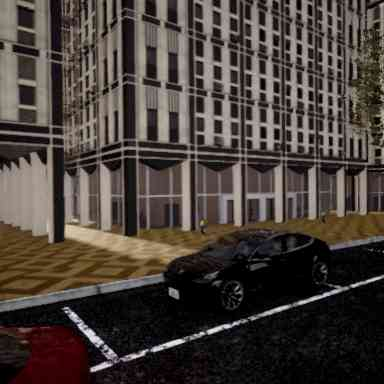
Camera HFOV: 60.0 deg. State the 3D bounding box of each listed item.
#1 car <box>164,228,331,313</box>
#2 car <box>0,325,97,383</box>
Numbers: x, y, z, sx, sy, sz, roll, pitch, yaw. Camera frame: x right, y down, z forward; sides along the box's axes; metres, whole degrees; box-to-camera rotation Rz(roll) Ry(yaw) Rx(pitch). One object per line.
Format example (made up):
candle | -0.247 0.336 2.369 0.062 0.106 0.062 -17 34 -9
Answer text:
car | 1.424 1.536 7.589 4.313 1.339 1.947 0 0 -36
car | -2.723 1.534 1.436 4.674 1.442 1.812 0 0 -36
